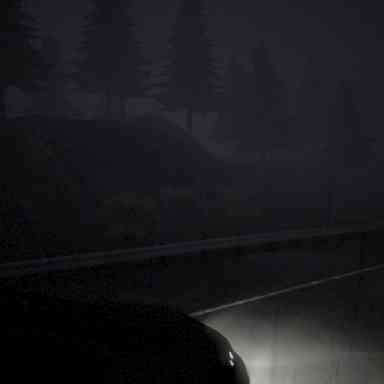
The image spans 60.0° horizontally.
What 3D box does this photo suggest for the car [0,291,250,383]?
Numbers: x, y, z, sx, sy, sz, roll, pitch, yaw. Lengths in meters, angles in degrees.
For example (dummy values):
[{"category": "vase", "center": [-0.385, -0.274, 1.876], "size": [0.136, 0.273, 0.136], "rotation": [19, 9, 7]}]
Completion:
[{"category": "car", "center": [-1.511, 1.560, 2.615], "size": [4.181, 1.385, 1.994], "rotation": [-1, 0, -35]}]
